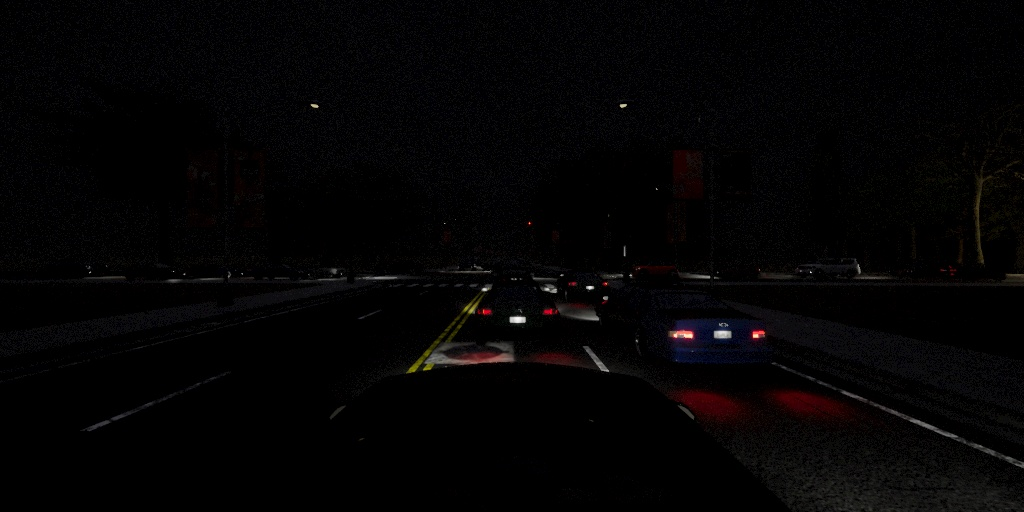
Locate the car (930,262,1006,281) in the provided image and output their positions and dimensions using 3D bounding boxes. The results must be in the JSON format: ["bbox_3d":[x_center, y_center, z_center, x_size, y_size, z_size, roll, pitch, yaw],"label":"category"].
[{"bbox_3d":[43.291,1.566,33.769,4.902,1.511,2.128,0,0,0],"label":"car"}]

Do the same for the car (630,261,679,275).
[{"bbox_3d":[14.598,1.265,36.984,4.553,1.767,2.097,0,0,-1],"label":"car"}]

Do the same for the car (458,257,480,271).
[{"bbox_3d":[-6.574,1.136,53.252,2.150,2.045,5.566,0,0,1],"label":"car"}]

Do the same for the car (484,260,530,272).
[{"bbox_3d":[-0.568,1.326,38.694,2.128,1.511,4.902,0,0,-33],"label":"car"}]

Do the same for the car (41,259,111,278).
[{"bbox_3d":[-40.135,1.043,33.122,4.553,1.767,2.097,0,0,0],"label":"car"}]

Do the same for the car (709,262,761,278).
[{"bbox_3d":[23.232,1.521,37.078,4.181,1.385,1.994,0,0,-2],"label":"car"}]

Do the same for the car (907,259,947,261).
[{"bbox_3d":[45.924,1.328,40.434,5.566,2.045,2.150,0,0,0],"label":"car"}]

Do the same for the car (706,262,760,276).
[{"bbox_3d":[24.802,1.475,40.325,4.892,1.490,1.837,0,0,-1],"label":"car"}]

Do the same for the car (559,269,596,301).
[{"bbox_3d":[3.356,1.340,17.475,1.994,1.385,4.181,0,0,0],"label":"car"}]

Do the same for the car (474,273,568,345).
[{"bbox_3d":[0.106,1.320,9.580,1.994,1.385,4.181,0,0,0],"label":"car"}]

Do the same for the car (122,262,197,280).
[{"bbox_3d":[-29.714,1.243,29.961,4.674,1.442,1.812,0,0,-1],"label":"car"}]

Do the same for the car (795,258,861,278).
[{"bbox_3d":[32.674,1.230,37.135,5.566,2.045,2.150,0,0,0],"label":"car"}]

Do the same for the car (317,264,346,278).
[{"bbox_3d":[-18.078,1.365,33.321,4.718,1.301,1.895,0,0,-1],"label":"car"}]

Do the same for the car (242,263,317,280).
[{"bbox_3d":[-19.390,1.280,30.067,4.674,1.442,1.812,0,0,-2],"label":"car"}]

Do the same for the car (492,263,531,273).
[{"bbox_3d":[0.098,1.283,18.486,1.837,1.490,4.892,0,0,0],"label":"car"}]

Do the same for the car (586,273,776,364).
[{"bbox_3d":[3.353,1.303,8.231,2.033,1.411,5.357,0,0,0],"label":"car"}]

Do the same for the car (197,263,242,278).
[{"bbox_3d":[-27.219,1.332,33.235,4.718,1.301,1.895,0,0,-1],"label":"car"}]

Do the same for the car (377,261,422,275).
[{"bbox_3d":[-12.611,1.302,40.336,4.892,1.490,1.837,0,3,-18],"label":"car"}]

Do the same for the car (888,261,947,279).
[{"bbox_3d":[42.657,1.568,37.185,4.902,1.511,2.128,0,0,0],"label":"car"}]

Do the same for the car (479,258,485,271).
[{"bbox_3d":[-3.327,1.463,53.150,2.033,1.411,5.357,0,0,0],"label":"car"}]
